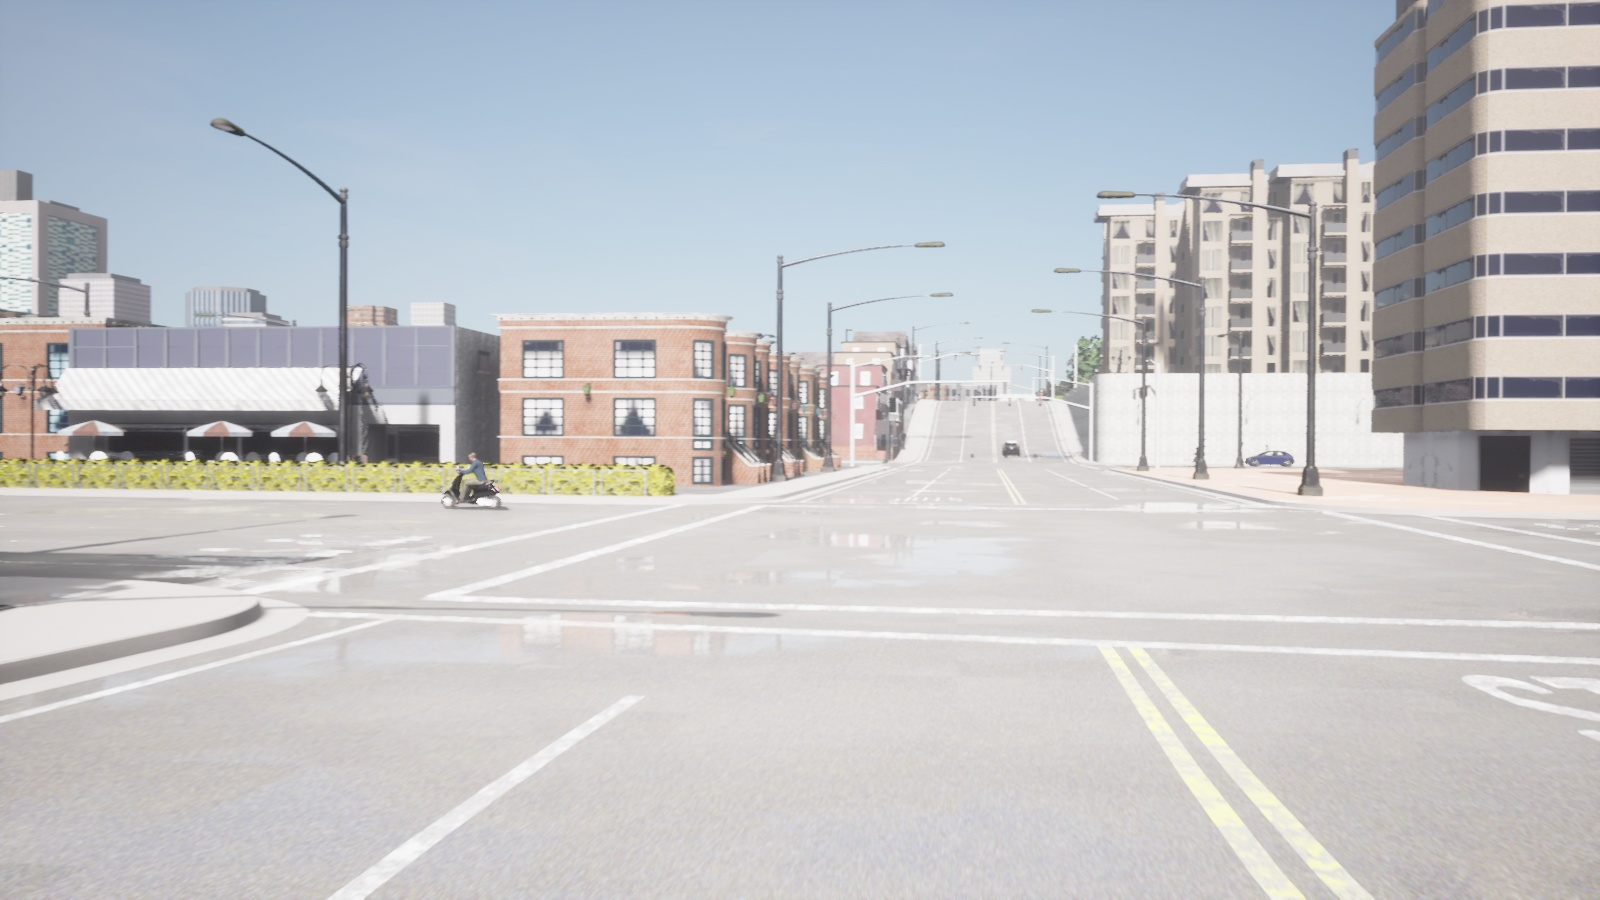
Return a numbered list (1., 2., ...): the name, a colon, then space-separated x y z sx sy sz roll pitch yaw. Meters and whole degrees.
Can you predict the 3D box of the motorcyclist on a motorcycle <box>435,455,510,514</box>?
1. motorcyclist on a motorcycle: -9.082 0.943 34.855 1.817 1.590 0.866 0 0 9
